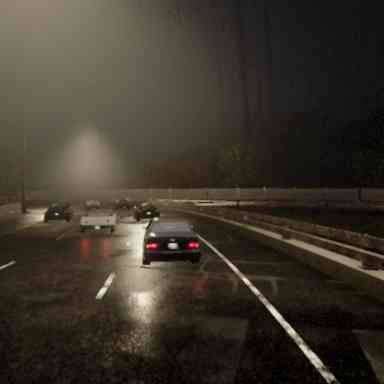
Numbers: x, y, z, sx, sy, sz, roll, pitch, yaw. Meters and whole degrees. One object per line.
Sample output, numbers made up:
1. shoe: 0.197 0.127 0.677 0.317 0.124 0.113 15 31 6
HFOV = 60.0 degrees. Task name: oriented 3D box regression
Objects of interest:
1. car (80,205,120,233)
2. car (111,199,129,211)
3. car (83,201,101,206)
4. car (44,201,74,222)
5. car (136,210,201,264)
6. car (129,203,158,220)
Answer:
1. car: -5.686 1.702 20.733 1.895 1.301 4.718 0 0 -11
2. car: -9.580 1.712 44.626 1.837 1.490 4.892 0 0 -23
3. car: -13.566 1.825 45.076 1.895 1.301 4.718 0 0 -25
4. car: -11.139 1.714 27.989 1.994 1.385 4.181 0 0 -16
5. car: -0.836 1.596 12.073 2.033 1.411 5.357 0 0 -6
6. car: -4.020 1.688 28.866 1.994 1.385 4.181 0 0 -15
